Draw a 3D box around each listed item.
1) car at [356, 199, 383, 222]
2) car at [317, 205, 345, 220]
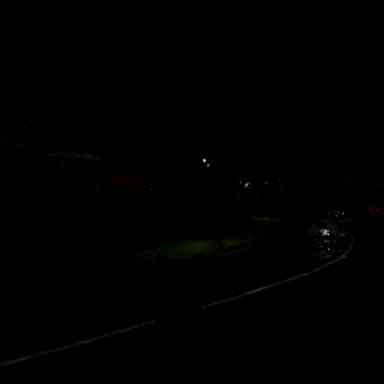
[{"bbox_3d":[17.454,1.707,31.598,2.150,2.045,5.566,0,-1,9],"label":"car"},{"bbox_3d":[14.190,2.050,34.176,1.812,1.442,4.674,0,-1,9],"label":"car"}]
